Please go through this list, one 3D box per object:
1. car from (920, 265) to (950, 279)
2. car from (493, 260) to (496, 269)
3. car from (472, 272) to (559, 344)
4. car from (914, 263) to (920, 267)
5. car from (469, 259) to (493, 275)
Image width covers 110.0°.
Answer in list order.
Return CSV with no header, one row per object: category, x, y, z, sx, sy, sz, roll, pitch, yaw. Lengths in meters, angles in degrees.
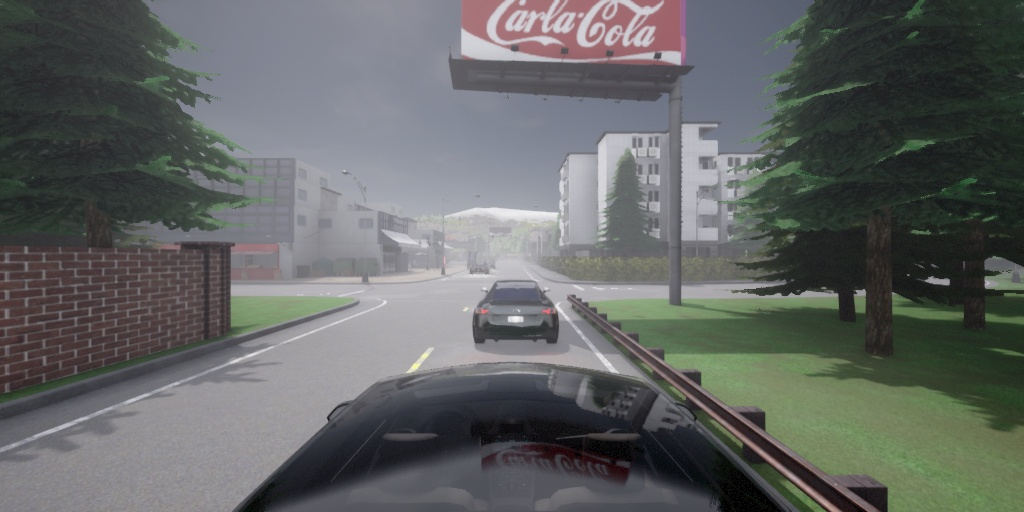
car,41.638,1.469,34.559,2.033,1.411,5.357,0,0,42
car,-3.474,1.233,54.680,2.128,1.511,4.902,0,0,0
car,0.095,1.313,9.612,1.994,1.385,4.181,0,0,0
car,47.453,1.425,43.213,1.837,1.490,4.892,0,0,22
car,-3.518,1.308,39.517,1.994,1.385,4.181,0,0,0
